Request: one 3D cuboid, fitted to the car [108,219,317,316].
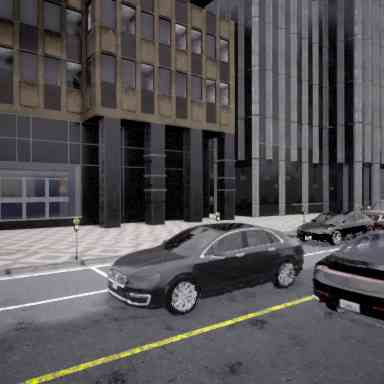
[{"bbox_3d":[0.537,1.504,7.624,4.892,1.490,1.837,0,0,-36],"label":"car"}]

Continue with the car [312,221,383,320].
[{"bbox_3d":[4.341,1.492,6.408,4.902,1.511,2.128,0,0,-35],"label":"car"}]

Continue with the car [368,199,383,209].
[{"bbox_3d":[11.275,1.314,18.558,5.009,1.841,2.192,0,0,-35],"label":"car"}]

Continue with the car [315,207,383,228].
[{"bbox_3d":[6.687,1.565,15.284,4.313,1.339,1.947,0,0,-35],"label":"car"}]
